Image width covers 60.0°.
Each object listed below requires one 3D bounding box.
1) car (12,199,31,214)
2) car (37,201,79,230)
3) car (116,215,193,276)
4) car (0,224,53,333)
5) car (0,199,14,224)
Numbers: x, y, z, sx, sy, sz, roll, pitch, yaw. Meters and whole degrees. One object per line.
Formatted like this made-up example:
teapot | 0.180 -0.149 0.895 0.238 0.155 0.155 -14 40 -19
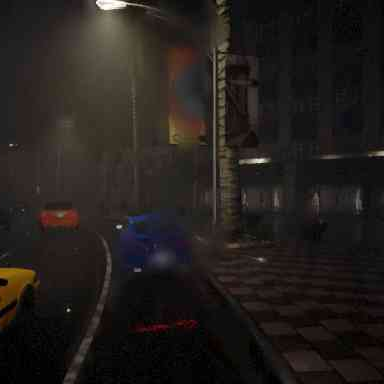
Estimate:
car | -18.135 1.487 34.065 4.892 1.490 1.837 1 0 45
car | -8.320 1.343 20.538 2.097 1.767 4.553 0 0 -26
car | -1.332 1.475 10.583 1.882 1.535 5.008 0 0 -14
car | -3.387 1.452 3.759 1.801 1.575 5.366 0 0 -6
car | -12.157 1.465 20.354 1.882 1.535 5.008 0 0 -28
